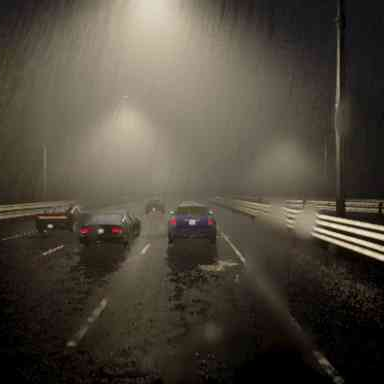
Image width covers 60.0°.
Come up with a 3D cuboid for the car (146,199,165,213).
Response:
[{"bbox_3d":[-3.876,1.480,35.937,1.837,1.490,4.892,0,0,-1],"label":"car"}]

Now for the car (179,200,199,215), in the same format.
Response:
[{"bbox_3d":[-0.336,1.576,34.417,1.895,1.301,4.718,0,0,-1],"label":"car"}]

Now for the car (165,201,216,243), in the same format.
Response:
[{"bbox_3d":[-0.016,1.333,16.124,2.097,1.767,4.553,0,0,-1],"label":"car"}]

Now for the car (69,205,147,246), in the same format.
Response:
[{"bbox_3d":[-3.502,1.530,15.117,2.033,1.411,5.357,0,0,-1],"label":"car"}]

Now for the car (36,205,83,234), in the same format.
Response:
[{"bbox_3d":[-7.051,1.473,18.886,2.128,1.511,4.902,0,0,-1],"label":"car"}]
